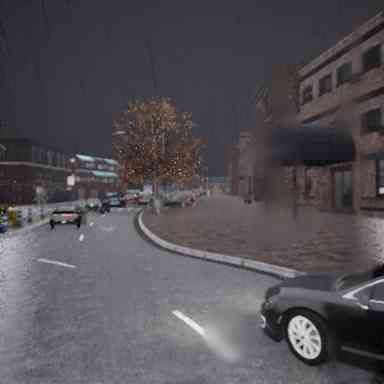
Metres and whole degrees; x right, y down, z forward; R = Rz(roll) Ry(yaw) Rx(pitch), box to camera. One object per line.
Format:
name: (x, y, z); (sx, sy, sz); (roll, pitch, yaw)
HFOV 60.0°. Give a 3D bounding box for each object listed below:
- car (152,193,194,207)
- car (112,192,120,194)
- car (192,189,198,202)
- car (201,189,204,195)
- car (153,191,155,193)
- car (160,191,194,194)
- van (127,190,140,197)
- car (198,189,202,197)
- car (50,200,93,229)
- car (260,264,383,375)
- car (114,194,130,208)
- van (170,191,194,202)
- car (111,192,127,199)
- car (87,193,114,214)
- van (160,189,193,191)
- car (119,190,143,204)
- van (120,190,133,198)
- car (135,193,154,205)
car: (-2.569, 1.297, 45.460); (4.892, 1.521, 2.231); (0, 1, 2)
car: (-17.718, 0.913, 72.677); (2.097, 1.535, 5.008); (0, 1, 6)
car: (-2.281, 0.922, 53.707); (5.566, 2.045, 2.435); (0, 1, 2)
car: (-0.085, 0.649, 80.904); (4.792, 1.488, 2.163); (0, 1, 8)
car: (-6.168, 0.680, 67.853); (2.150, 2.045, 5.566); (0, 1, 5)
car: (-2.445, 1.131, 48.210); (4.553, 1.767, 2.185); (0, 1, 2)
van: (-15.563, 0.353, 89.018); (1.878, 1.987, 4.442); (0, 1, 10)
car: (-0.750, 0.749, 75.356); (4.892, 1.521, 2.231); (0, 1, 7)
car: (-8.297, 1.602, 22.647); (2.128, 1.511, 4.902); (0, 0, -11)
car: (3.174, 1.524, 4.024); (4.892, 1.490, 1.837); (-2, -1, 43)
car: (-10.270, 1.414, 45.322); (1.994, 1.385, 4.181); (0, 1, 2)
van: (-1.818, 0.805, 61.747); (4.442, 1.987, 1.878); (0, 1, 4)
car: (-17.114, 0.829, 78.136); (2.163, 1.488, 4.792); (0, 1, 8)
car: (-10.063, 1.328, 35.264); (2.097, 1.767, 4.553); (0, 1, -3)
van: (-2.507, 0.989, 50.968); (4.442, 1.987, 1.878); (0, 1, 2)
car: (-10.051, 1.053, 55.261); (2.097, 1.767, 4.553); (0, 1, 3)
van: (-16.394, 0.457, 83.542); (1.878, 1.987, 4.442); (0, 1, 9)
car: (-7.021, 1.306, 51.759); (1.994, 1.385, 4.181); (0, 1, 2)
